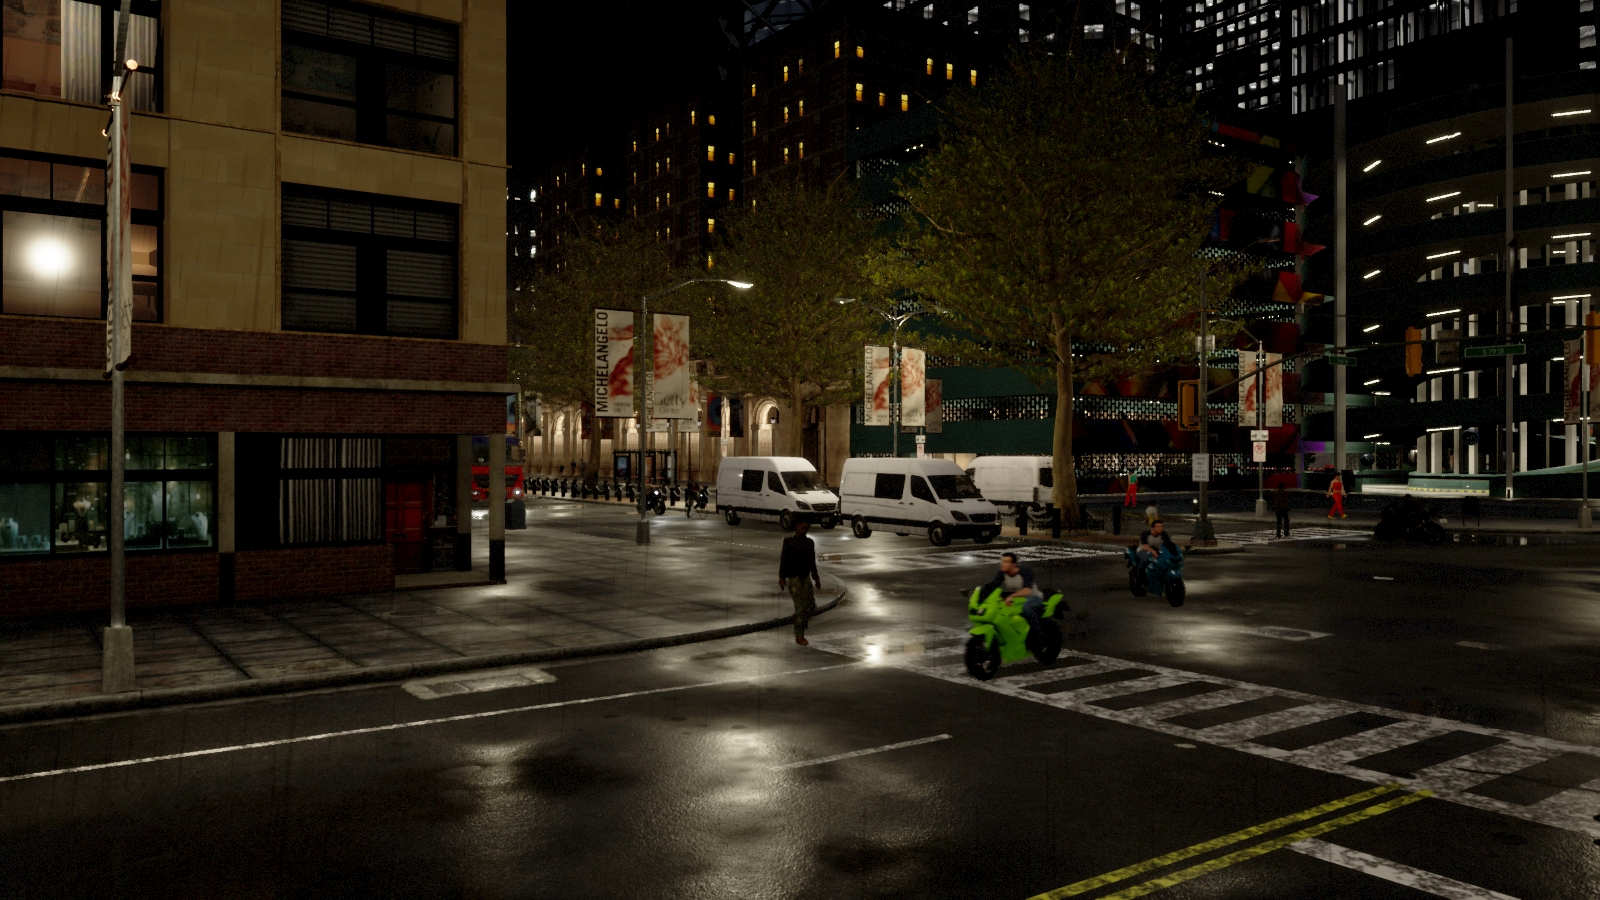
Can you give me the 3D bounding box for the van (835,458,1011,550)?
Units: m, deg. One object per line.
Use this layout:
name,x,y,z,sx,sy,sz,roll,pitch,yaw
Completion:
van,3.654,1.535,35.309,1.988,2.561,5.915,0,0,-35

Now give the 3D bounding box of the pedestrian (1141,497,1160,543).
pedestrian,9.961,1.986,32.469,0.375,1.300,0.375,0,0,-31

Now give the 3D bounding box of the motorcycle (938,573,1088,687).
motorcycle,2.704,2.212,14.358,2.033,1.145,0.803,0,-2,-45

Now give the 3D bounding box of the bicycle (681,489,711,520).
bicycle,-4.230,2.210,46.464,0.329,1.171,1.835,0,0,-35

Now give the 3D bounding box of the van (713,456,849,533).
van,-0.813,1.534,41.652,1.988,2.561,5.915,0,0,-35

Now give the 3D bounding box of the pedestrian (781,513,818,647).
pedestrian,-0.009,1.849,16.368,0.375,1.860,0.375,0,0,-32

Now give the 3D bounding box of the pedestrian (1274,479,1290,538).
pedestrian,15.254,1.848,36.158,0.375,1.860,0.375,0,0,44

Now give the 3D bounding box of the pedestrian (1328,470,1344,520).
pedestrian,20.107,1.696,42.870,0.375,1.860,0.375,0,0,-15
